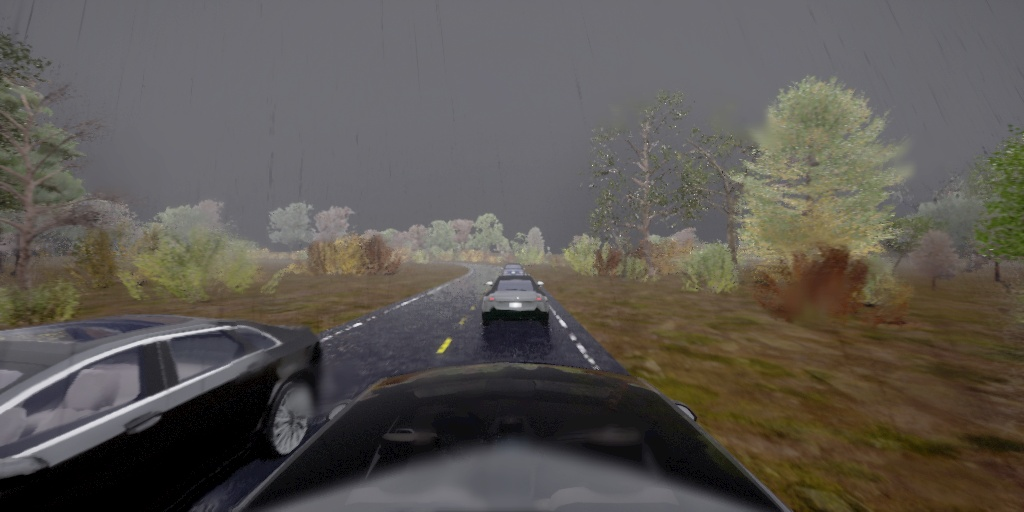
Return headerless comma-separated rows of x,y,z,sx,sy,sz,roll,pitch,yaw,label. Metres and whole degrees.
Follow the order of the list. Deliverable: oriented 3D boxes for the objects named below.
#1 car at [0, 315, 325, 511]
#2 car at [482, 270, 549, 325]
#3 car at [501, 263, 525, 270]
-3.095,1.242,2.206,2.128,1.511,4.902,0,0,0,car
0.106,1.316,11.840,1.994,1.385,4.181,0,0,0,car
0.103,1.304,29.675,2.033,1.411,5.357,0,0,0,car
